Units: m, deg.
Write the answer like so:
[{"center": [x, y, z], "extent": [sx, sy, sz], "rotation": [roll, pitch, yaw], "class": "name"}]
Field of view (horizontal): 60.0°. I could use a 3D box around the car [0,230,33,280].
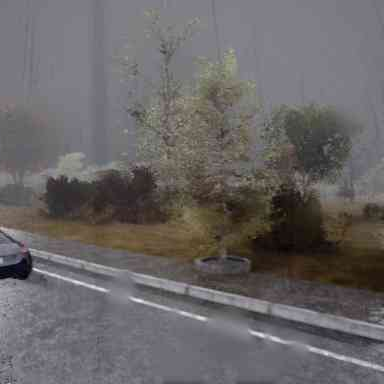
[{"center": [-6.079, 1.575, 8.963], "extent": [4.181, 1.385, 1.994], "rotation": [0, 0, 39], "class": "car"}]
